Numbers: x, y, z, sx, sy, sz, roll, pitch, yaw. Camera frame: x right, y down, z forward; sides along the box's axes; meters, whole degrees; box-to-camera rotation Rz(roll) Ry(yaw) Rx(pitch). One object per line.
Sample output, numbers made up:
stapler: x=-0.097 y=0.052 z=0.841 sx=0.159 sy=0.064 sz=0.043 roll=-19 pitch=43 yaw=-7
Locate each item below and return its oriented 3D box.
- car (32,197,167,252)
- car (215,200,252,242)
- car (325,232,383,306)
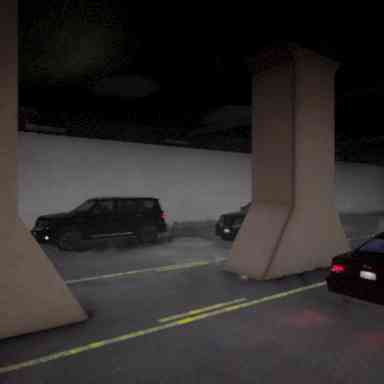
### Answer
car: x=-3.728 y=1.227 z=14.229 sx=5.566 sy=2.045 sz=2.150 roll=0 pitch=0 yaw=-35
car: x=3.670 y=1.232 z=15.207 sx=5.566 sy=2.045 sz=2.150 roll=0 pitch=0 yaw=-35
car: x=5.212 y=1.555 z=7.469 sx=5.357 sy=1.411 sz=2.033 roll=0 pitch=0 yaw=-36
